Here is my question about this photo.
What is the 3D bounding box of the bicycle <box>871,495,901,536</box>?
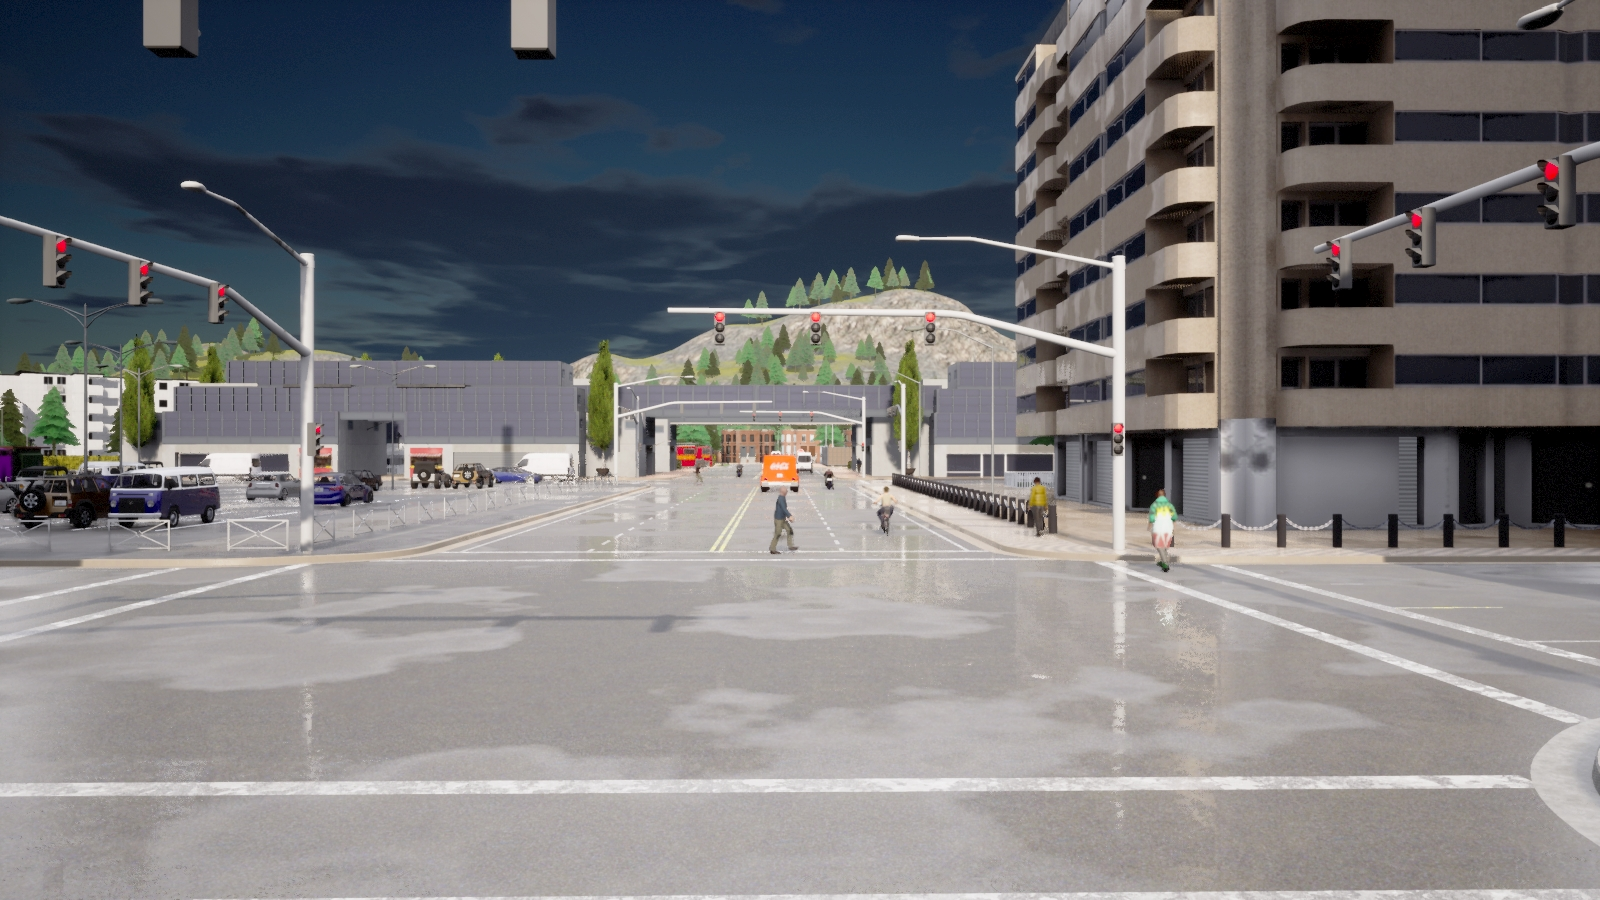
[{"bbox_3d":[2.854,2.158,37.990,0.859,1.276,1.487,0,0,-1],"label":"bicycle"}]

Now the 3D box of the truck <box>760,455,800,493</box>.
[{"bbox_3d":[-1.366,1.564,77.071,2.627,2.467,5.204,0,0,-1],"label":"truck"}]

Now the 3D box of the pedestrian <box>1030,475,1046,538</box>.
[{"bbox_3d":[7.161,1.695,34.373,0.375,1.860,0.375,0,0,-10],"label":"pedestrian"}]

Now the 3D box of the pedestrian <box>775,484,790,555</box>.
[{"bbox_3d":[-0.458,1.839,30.250,0.375,1.860,0.375,0,0,1],"label":"pedestrian"}]

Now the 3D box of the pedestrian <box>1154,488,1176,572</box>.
[{"bbox_3d":[8.256,1.807,25.834,0.375,1.860,0.375,0,0,-4],"label":"pedestrian"}]
